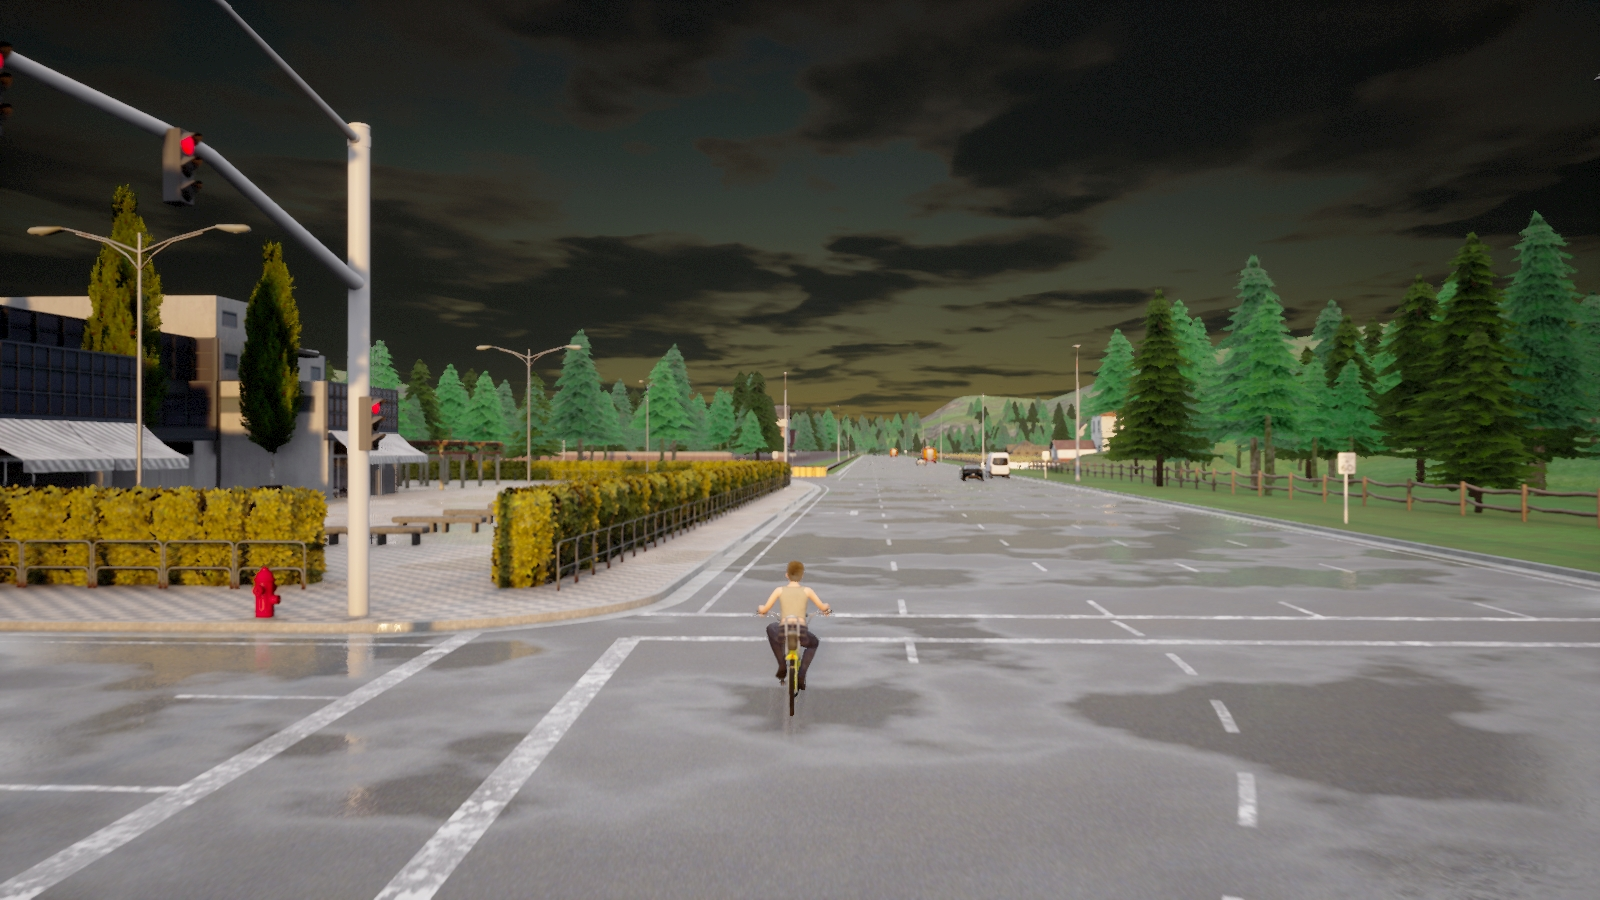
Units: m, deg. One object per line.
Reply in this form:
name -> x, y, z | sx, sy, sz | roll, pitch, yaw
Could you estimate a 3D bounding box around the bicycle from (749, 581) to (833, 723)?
bicycle -> -0.072, 2.163, 12.498 | 0.859, 1.276, 1.487 | 0, 0, 1
